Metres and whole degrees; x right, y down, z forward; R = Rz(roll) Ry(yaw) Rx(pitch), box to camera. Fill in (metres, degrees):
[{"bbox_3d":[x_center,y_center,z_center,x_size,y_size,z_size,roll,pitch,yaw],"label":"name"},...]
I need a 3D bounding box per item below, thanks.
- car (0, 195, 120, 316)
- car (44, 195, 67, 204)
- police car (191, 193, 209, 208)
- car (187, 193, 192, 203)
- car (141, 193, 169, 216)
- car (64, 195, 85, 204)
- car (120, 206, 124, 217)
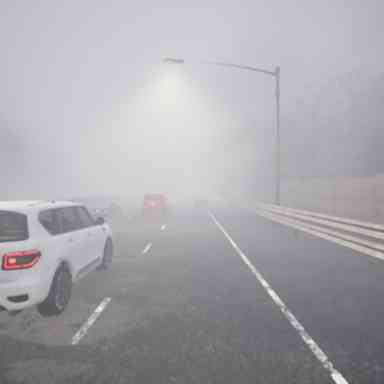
[{"bbox_3d":[-3.401,1.190,7.563,2.150,2.045,5.566,0,0,0],"label":"car"},{"bbox_3d":[-24.501,1.341,59.853,2.033,1.411,5.357,0,0,0],"label":"car"},{"bbox_3d":[1.231,1.260,44.246,1.930,1.638,5.238,0,0,0],"label":"police car"},{"bbox_3d":[0.009,1.334,63.650,2.033,1.411,5.357,0,0,0],"label":"car"},{"bbox_3d":[-3.400,1.094,31.423,2.150,2.045,5.566,0,0,0],"label":"car"},{"bbox_3d":[-21.012,1.301,59.657,1.837,1.490,4.892,0,0,1],"label":"car"},{"bbox_3d":[-6.897,1.438,26.898,2.033,1.411,5.357,0,0,0],"label":"car"}]
